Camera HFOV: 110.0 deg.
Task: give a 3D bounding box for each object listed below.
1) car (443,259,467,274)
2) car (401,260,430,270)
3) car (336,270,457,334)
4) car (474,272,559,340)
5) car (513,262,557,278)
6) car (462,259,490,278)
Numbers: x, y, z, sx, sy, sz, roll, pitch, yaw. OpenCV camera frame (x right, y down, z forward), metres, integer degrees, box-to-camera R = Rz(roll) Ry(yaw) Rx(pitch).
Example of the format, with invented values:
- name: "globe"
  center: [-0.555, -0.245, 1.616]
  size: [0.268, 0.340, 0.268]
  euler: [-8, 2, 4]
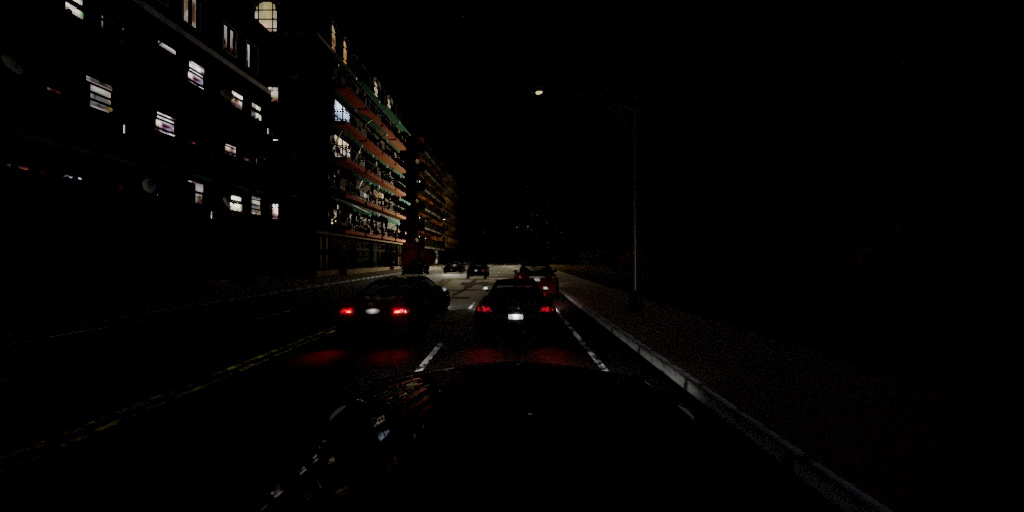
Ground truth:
- name: "car"
  center: [-6.573, 1.316, 40.923]
  size: [1.994, 1.385, 4.181]
  euler: [0, 0, 0]
- name: "car"
  center: [-9.826, 1.229, 36.779]
  size: [1.882, 1.535, 5.008]
  euler: [0, 0, 0]
- name: "car"
  center: [-3.145, 1.298, 10.607]
  size: [2.033, 1.411, 5.357]
  euler: [0, 0, 0]
- name: "car"
  center: [0.100, 1.315, 9.944]
  size: [1.994, 1.385, 4.181]
  euler: [0, 0, 0]
- name: "car"
  center: [1.148, 1.103, 18.524]
  size: [2.097, 1.767, 4.553]
  euler: [0, 0, 0]
- name: "car"
  center: [-3.127, 1.300, 33.585]
  size: [2.033, 1.411, 5.357]
  euler: [0, 0, 0]
